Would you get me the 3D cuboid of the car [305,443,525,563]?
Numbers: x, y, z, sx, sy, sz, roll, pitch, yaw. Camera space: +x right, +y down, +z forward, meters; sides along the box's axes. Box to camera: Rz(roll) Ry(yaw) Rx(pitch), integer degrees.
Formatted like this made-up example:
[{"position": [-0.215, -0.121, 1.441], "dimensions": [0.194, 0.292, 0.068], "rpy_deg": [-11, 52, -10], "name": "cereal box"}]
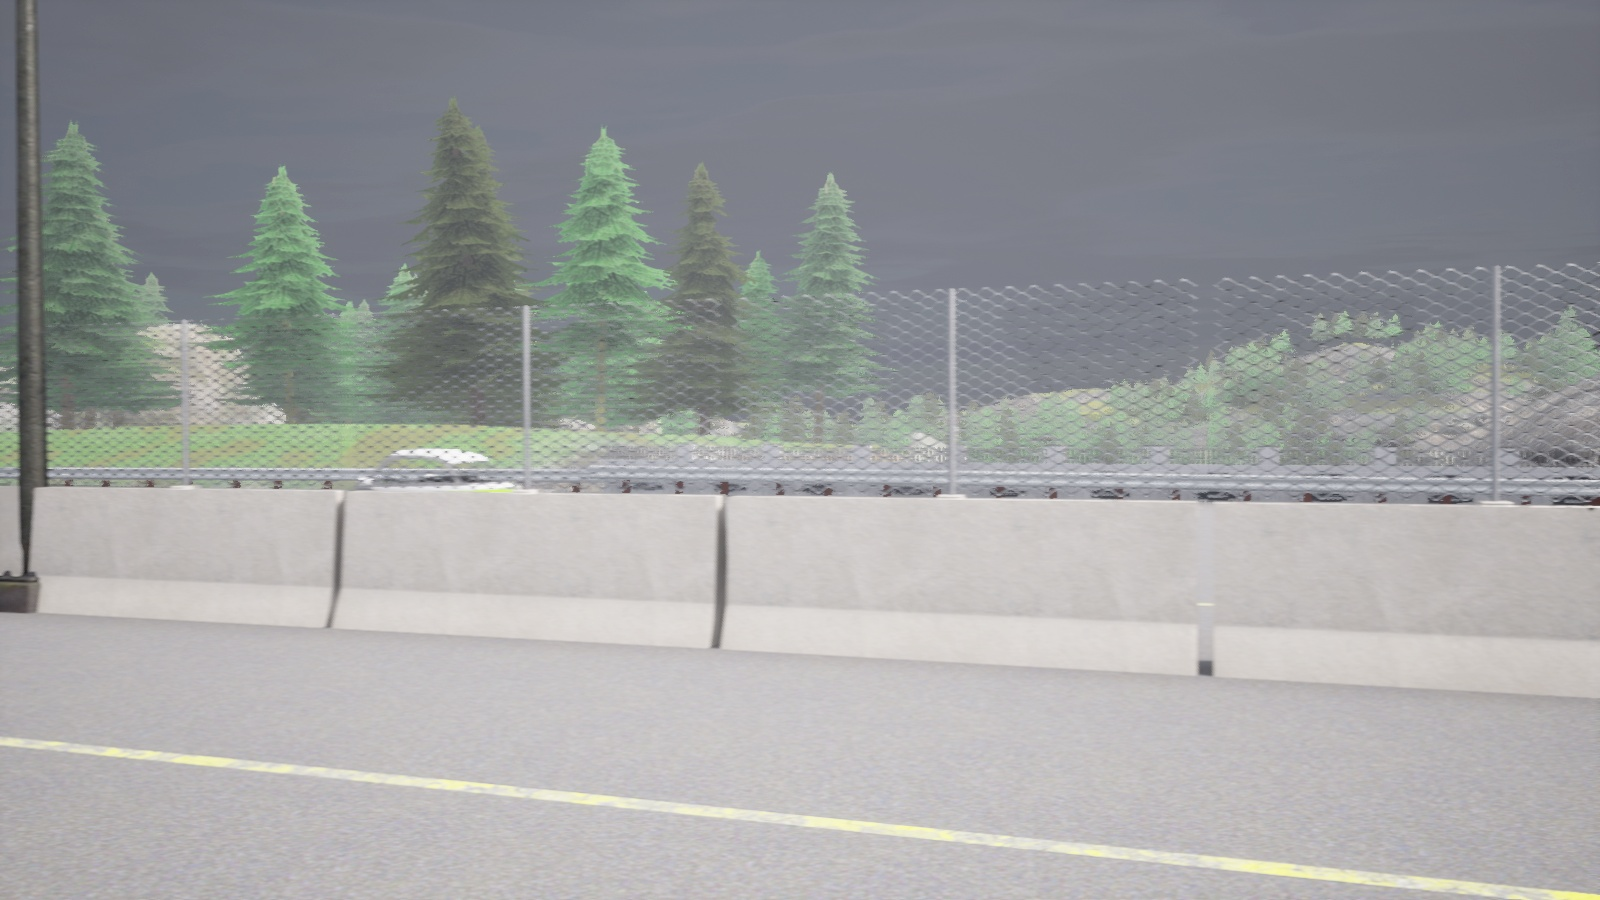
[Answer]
[{"position": [-4.846, 0.621, 15.902], "dimensions": [2.207, 1.376, 1.481], "rpy_deg": [1, 1, 19], "name": "car"}]
